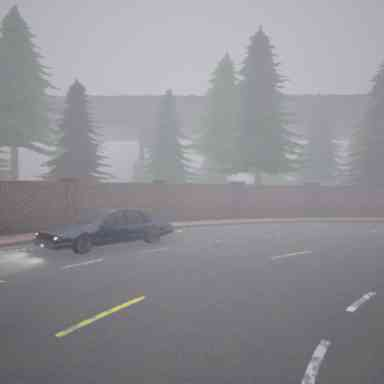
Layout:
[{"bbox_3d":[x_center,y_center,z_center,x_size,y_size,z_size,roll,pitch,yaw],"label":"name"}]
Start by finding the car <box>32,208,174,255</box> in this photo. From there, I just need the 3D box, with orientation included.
[{"bbox_3d":[-3.081,1.345,12.781,2.033,1.411,5.357,1,1,43],"label":"car"}]
